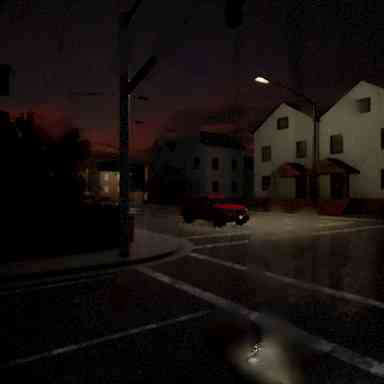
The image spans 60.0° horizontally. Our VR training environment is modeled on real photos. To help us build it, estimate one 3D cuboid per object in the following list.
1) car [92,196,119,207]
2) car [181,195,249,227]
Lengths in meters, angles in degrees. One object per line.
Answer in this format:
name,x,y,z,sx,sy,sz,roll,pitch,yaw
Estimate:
car,-10.474,1.365,39.905,2.097,1.767,4.553,0,0,-35
car,1.441,1.234,23.173,2.150,2.045,5.566,0,0,-37
